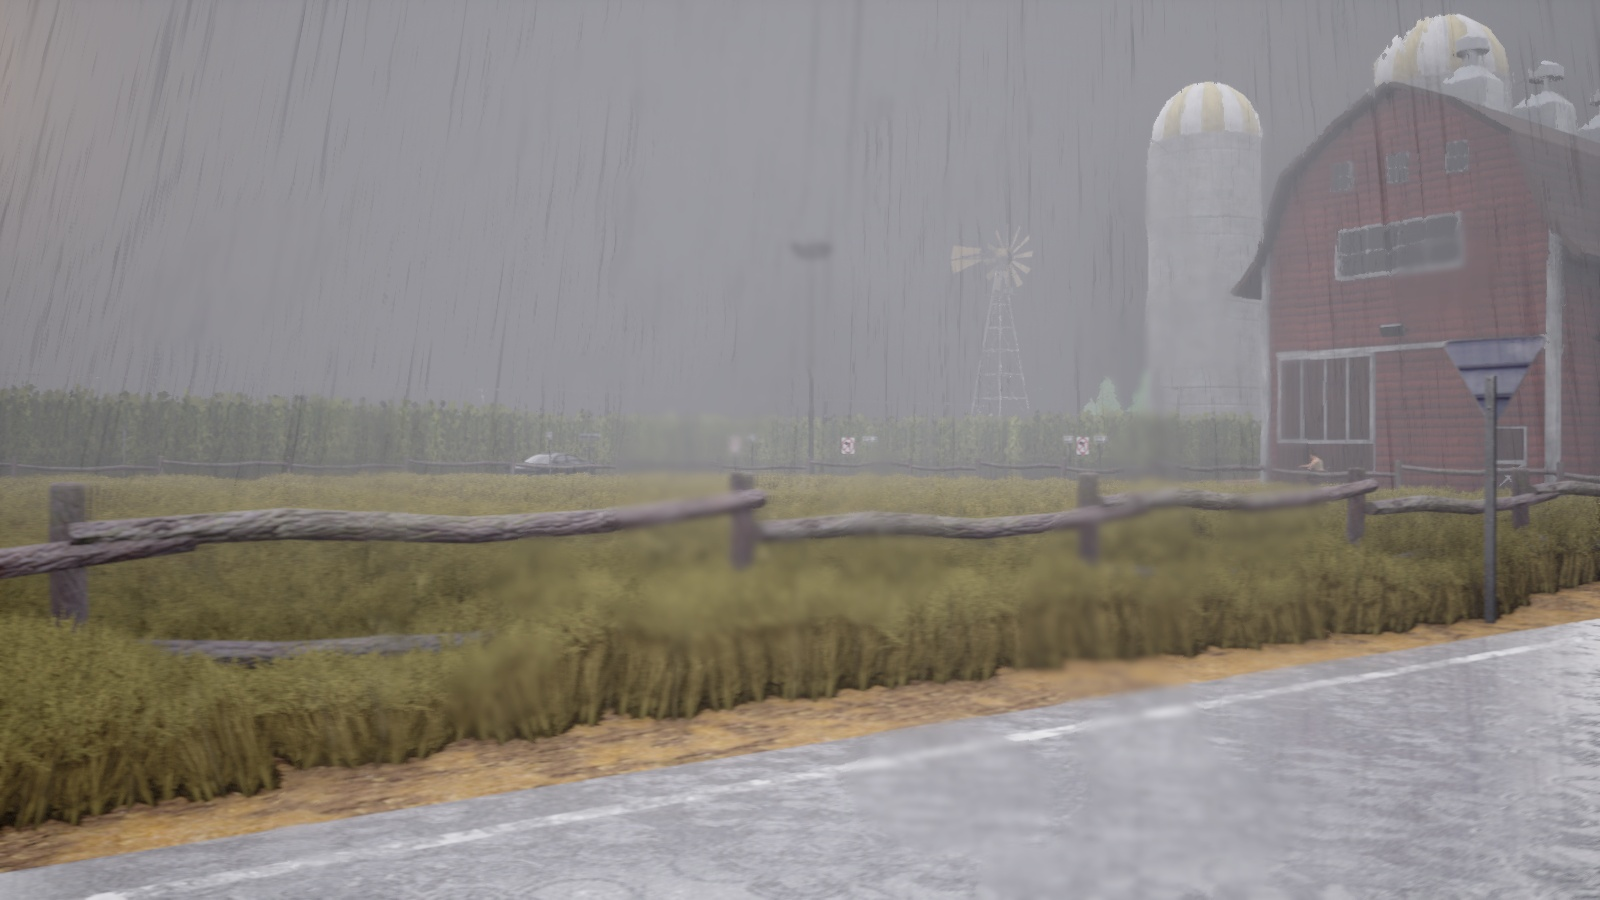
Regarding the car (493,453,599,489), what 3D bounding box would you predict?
[{"bbox_3d":[-11.289,0.899,56.271,1.882,1.535,5.008,0,0,28],"label":"car"}]
